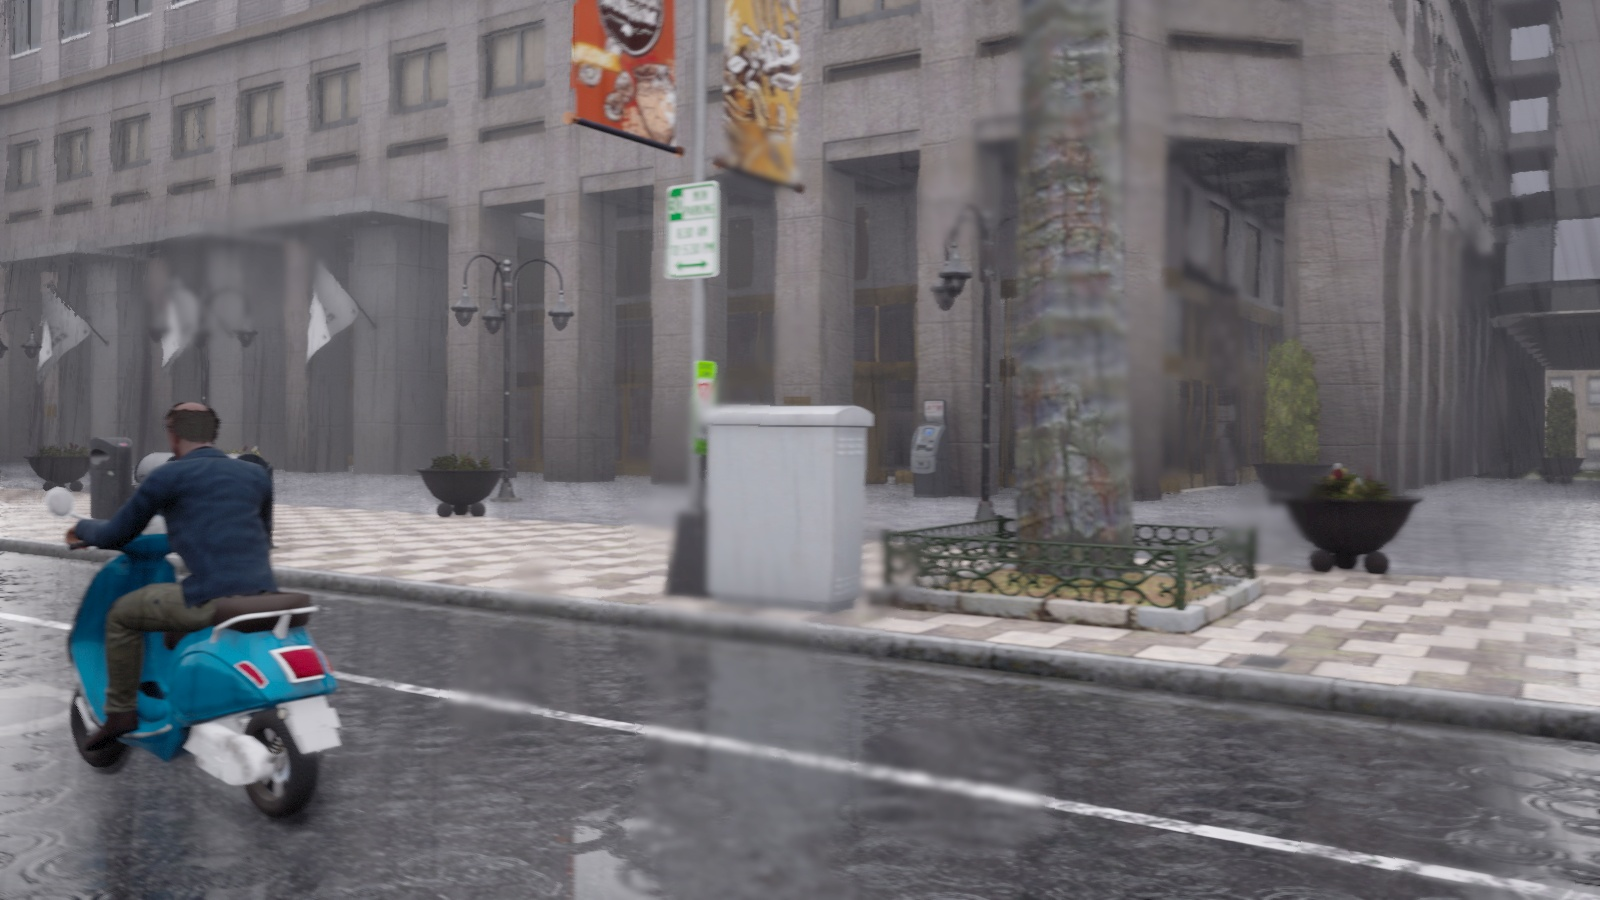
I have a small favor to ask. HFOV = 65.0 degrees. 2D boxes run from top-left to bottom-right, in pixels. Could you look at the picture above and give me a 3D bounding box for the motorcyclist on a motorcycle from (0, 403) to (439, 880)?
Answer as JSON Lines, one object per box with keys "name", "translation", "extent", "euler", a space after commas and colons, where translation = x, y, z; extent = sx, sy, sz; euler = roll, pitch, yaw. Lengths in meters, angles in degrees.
{"name": "motorcyclist on a motorcycle", "translation": [-2.416, 0.645, 5.056], "extent": [1.817, 1.590, 0.866], "euler": [-1, 0, 34]}
